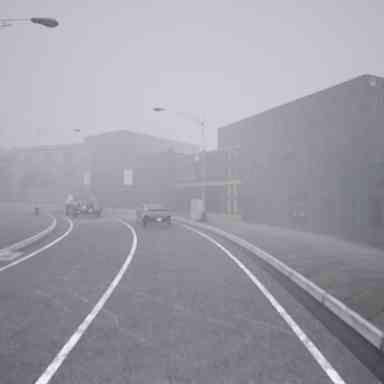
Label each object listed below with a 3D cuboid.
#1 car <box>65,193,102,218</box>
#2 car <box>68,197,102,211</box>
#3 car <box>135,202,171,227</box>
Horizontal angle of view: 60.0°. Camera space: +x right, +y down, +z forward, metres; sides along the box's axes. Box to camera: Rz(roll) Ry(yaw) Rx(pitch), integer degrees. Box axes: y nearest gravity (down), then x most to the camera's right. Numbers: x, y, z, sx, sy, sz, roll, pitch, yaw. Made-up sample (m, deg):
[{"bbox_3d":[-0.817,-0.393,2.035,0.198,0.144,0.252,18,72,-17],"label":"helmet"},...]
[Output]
[{"bbox_3d":[-9.586,1.131,29.187,2.150,2.045,5.566,1,0,-31],"label":"car"},{"bbox_3d":[-12.706,1.400,39.302,1.837,1.490,4.892,2,-1,-43],"label":"car"},{"bbox_3d":[-2.716,1.459,22.556,2.128,1.511,4.902,0,0,-17],"label":"car"}]
